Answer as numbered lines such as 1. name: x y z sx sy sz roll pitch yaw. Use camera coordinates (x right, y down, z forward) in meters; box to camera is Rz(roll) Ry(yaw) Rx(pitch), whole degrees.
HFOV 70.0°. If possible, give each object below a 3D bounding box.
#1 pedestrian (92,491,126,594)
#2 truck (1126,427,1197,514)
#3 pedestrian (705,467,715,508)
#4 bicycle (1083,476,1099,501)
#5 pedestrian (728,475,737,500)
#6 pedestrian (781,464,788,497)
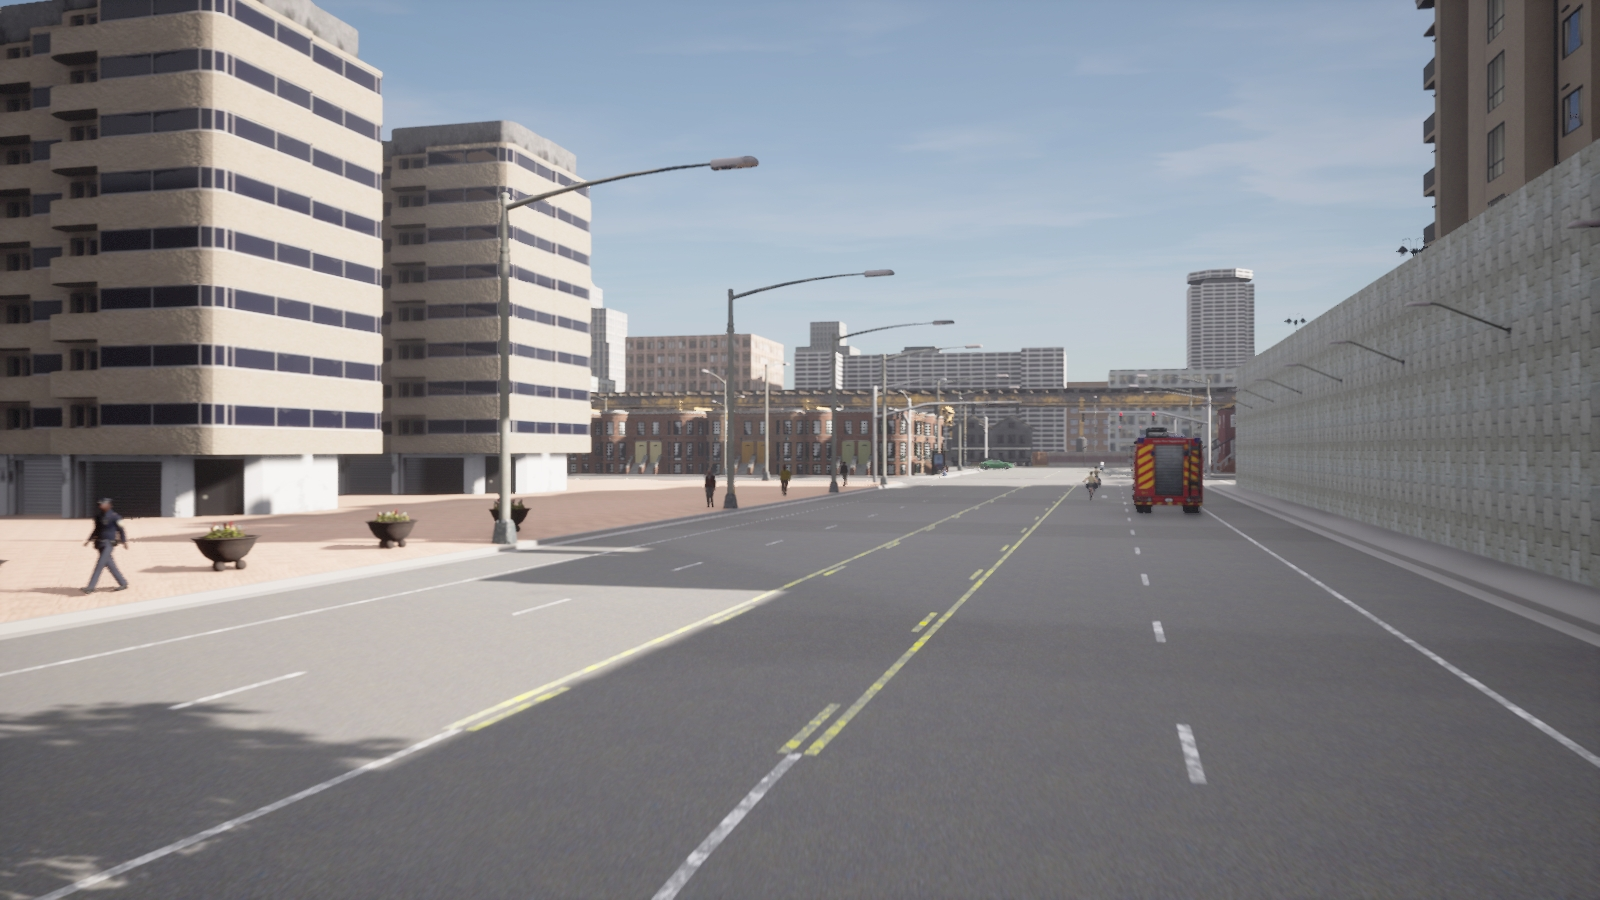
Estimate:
1. pedestrian: -12.733 1.694 21.047 0.375 1.860 0.375 0 0 15
2. truck: 17.052 0.894 54.298 2.891 3.827 8.468 0 0 15
3. pedestrian: -4.065 1.699 51.735 0.375 1.860 0.375 0 0 14
4. bicycle: 16.288 2.149 63.925 0.859 1.301 1.487 0 0 16
5. pedestrian: -3.544 1.990 60.035 0.375 1.300 0.375 0 0 18
6. pedestrian: -0.868 1.698 63.655 0.375 1.860 0.375 0 0 9
